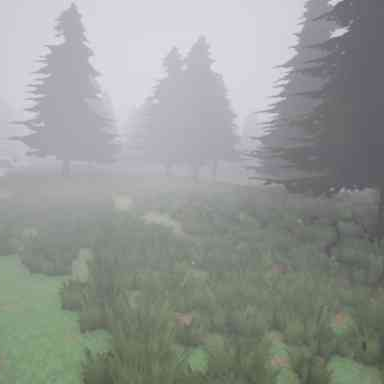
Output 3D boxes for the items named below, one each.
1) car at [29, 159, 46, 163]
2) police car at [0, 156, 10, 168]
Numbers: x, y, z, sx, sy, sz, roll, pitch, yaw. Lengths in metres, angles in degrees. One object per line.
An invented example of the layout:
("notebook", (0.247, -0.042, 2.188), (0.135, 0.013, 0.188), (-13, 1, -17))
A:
("car", (-20.619, -4.286, 45.672), (1.812, 1.442, 4.674), (3, 6, 2))
("police car", (-19.952, -3.295, 36.414), (1.930, 1.638, 5.238), (2, 7, -11))
